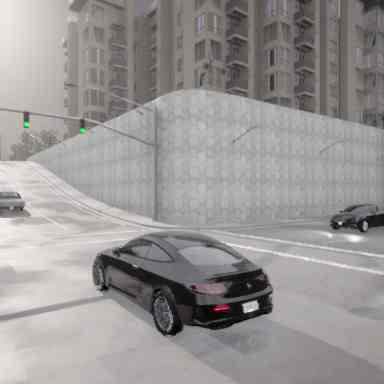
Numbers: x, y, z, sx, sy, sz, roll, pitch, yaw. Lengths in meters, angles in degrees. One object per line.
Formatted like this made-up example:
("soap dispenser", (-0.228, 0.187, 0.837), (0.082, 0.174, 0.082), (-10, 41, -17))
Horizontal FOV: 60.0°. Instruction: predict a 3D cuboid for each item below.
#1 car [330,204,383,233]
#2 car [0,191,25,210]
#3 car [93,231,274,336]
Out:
("car", (10.205, 1.488, 19.885), (4.892, 1.490, 1.837), (0, 0, -36))
("car", (-14.821, 0.596, 26.716), (1.895, 1.301, 4.718), (0, 7, -36))
("car", (-0.476, 1.525, 6.773), (1.812, 1.442, 4.674), (0, 0, -36))
